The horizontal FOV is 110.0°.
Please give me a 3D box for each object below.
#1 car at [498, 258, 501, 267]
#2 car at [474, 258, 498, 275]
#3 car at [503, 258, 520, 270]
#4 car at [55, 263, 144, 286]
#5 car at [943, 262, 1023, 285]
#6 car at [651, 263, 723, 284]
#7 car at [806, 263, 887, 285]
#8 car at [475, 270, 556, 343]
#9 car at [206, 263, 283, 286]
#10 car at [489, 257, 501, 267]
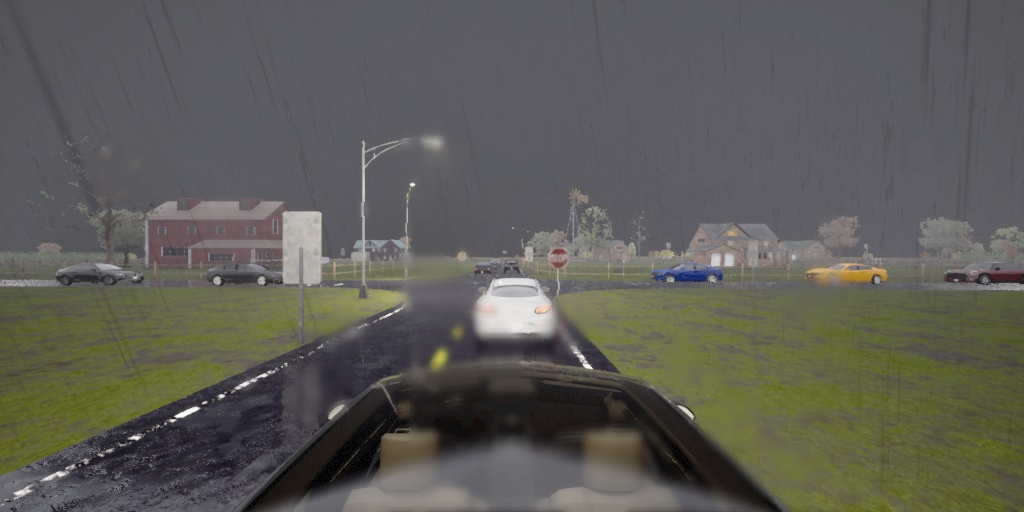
[{"bbox_3d":[-3.012,1.276,50.788,2.033,1.411,5.357,0,0,0],"label":"car"},{"bbox_3d":[-3.016,1.283,39.635,2.033,1.411,5.357,0,0,1],"label":"car"},{"bbox_3d":[-0.057,1.237,44.607,1.837,1.490,4.892,0,0,0],"label":"car"},{"bbox_3d":[-27.534,1.193,23.992,4.674,1.442,1.812,0,0,0],"label":"car"},{"bbox_3d":[35.244,1.231,26.680,4.553,1.767,2.097,0,0,0],"label":"car"},{"bbox_3d":[12.991,1.264,26.758,5.008,1.535,1.882,0,0,-1],"label":"car"},{"bbox_3d":[24.806,1.310,26.735,5.008,1.535,1.882,0,0,0],"label":"car"},{"bbox_3d":[0.073,1.274,9.582,1.812,1.442,4.674,0,0,0],"label":"car"},{"bbox_3d":[-17.548,1.200,23.949,4.892,1.490,1.837,0,0,0],"label":"car"},{"bbox_3d":[-3.021,1.069,64.618,2.097,1.767,4.553,0,0,0],"label":"car"}]
